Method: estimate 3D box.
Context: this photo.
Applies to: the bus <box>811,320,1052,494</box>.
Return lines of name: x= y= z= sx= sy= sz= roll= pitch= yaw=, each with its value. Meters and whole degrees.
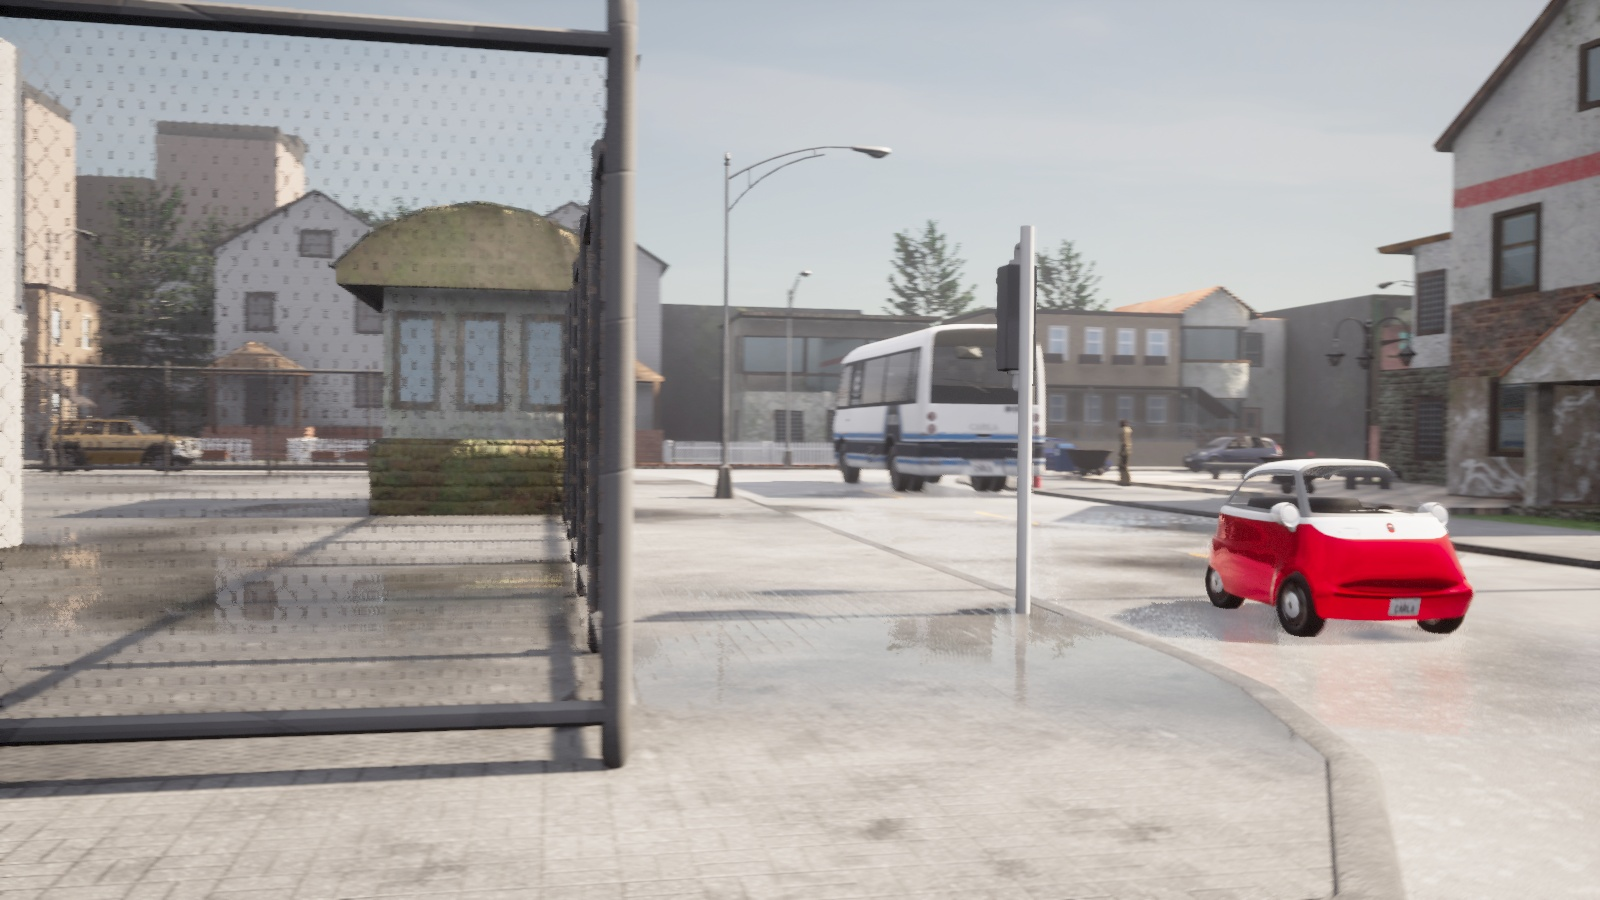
bus: x=3.338 y=-1.125 z=35.984 sx=3.944 sy=4.253 sz=10.273 roll=-1 pitch=1 yaw=-11

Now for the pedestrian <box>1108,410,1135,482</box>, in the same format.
pedestrian: x=8.677 y=-0.114 z=33.883 sx=0.692 sy=1.930 sz=0.396 roll=0 pitch=1 yaw=17

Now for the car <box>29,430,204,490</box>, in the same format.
car: x=-22.314 y=0.289 z=41.168 sx=4.605 sy=1.855 sz=1.932 roll=-1 pitch=1 yaw=-9

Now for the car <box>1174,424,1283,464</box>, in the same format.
car: x=18.197 y=-0.265 z=53.345 sx=3.988 sy=1.617 sz=1.851 roll=-1 pitch=1 yaw=-12

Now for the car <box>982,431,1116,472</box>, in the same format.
car: x=9.422 y=0.044 z=47.571 sx=4.674 sy=1.442 sz=1.812 roll=-1 pitch=1 yaw=-15

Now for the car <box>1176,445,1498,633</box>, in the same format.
car: x=4.384 y=0.655 z=10.533 sx=1.481 sy=1.376 sz=2.207 roll=-1 pitch=0 yaw=-11
